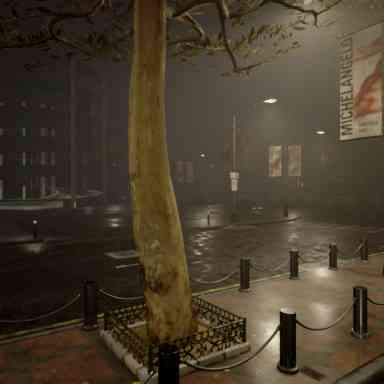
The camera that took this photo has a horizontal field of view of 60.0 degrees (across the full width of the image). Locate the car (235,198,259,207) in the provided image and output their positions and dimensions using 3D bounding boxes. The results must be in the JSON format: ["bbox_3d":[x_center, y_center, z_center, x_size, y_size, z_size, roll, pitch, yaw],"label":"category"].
[{"bbox_3d":[8.018,1.564,49.571,1.994,1.385,4.181,0,0,-35],"label":"car"}]

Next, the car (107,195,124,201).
[{"bbox_3d":[-19.016,1.474,77.398,4.674,1.442,1.812,0,0,12],"label":"car"}]

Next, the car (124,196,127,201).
[{"bbox_3d":[-18.057,1.464,80.764,4.674,1.442,1.812,0,0,12],"label":"car"}]

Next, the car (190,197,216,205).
[{"bbox_3d":[1.868,1.547,58.035,2.033,1.411,5.357,0,0,-38],"label":"car"}]

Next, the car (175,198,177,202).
[{"bbox_3d":[-5.086,1.478,65.904,5.008,1.535,1.882,0,0,41],"label":"car"}]
